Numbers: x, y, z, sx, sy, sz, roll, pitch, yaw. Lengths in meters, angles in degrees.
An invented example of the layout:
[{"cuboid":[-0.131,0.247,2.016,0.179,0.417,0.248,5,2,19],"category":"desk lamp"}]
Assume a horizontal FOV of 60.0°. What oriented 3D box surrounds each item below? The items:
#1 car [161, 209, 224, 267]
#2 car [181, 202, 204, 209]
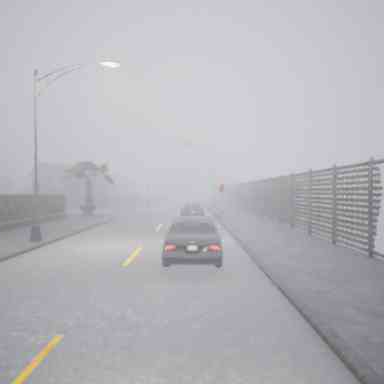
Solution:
[{"cuboid":[0.030,1.530,11.325,2.033,1.411,5.357,0,0,1],"category":"car"},{"cuboid":[0.055,1.521,28.560,1.994,1.385,4.181,0,0,1],"category":"car"}]
